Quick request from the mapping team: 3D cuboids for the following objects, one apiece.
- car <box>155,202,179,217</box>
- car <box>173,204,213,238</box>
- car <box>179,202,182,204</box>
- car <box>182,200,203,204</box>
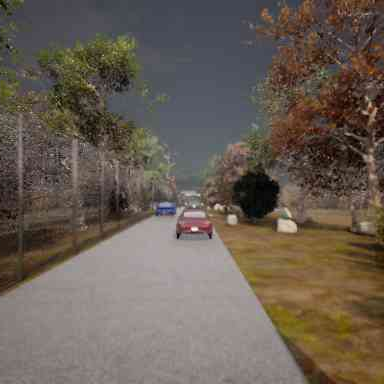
[{"bbox_3d":[-2.739,1.786,35.220,1.882,1.535,5.008,0,-1,0],"label":"car"},{"bbox_3d":[0.121,1.605,17.964,1.812,1.442,4.674,0,0,0],"label":"car"},{"bbox_3d":[-2.301,2.885,76.521,1.895,1.301,4.718,0,-2,1],"label":"car"},{"bbox_3d":[0.246,1.747,40.016,2.097,1.767,4.553,0,-1,0],"label":"car"}]
